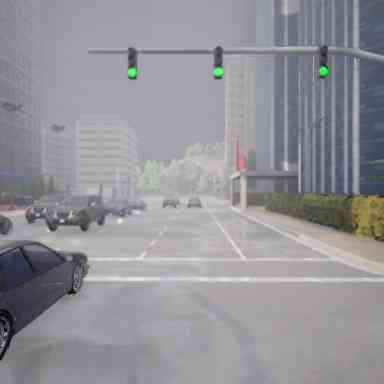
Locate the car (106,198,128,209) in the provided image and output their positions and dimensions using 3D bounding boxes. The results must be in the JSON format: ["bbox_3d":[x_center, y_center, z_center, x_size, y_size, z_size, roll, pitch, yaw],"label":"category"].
[{"bbox_3d":[-10.166,1.536,45.304,1.994,1.385,4.181,0,0,1],"label":"car"}]

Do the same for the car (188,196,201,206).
[{"bbox_3d":[0.453,1.513,57.231,2.033,1.411,5.357,0,0,1],"label":"car"}]

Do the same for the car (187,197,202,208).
[{"bbox_3d":[0.362,1.535,47.455,1.994,1.385,4.181,0,0,1],"label":"car"}]

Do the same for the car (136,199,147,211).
[{"bbox_3d":[-6.714,1.539,40.597,1.994,1.385,4.181,0,0,1],"label":"car"}]

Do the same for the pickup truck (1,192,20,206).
[{"bbox_3d":[-23.318,1.032,42.267,2.390,2.098,6.274,0,0,31],"label":"pickup truck"}]

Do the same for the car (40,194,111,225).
[{"bbox_3d":[-7.011,1.208,20.802,2.150,2.045,5.566,0,0,1],"label":"car"}]

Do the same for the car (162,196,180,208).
[{"bbox_3d":[-3.139,1.476,47.083,1.837,1.490,4.892,0,0,1],"label":"car"}]

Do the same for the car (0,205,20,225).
[{"bbox_3d":[-10.553,1.554,16.044,1.994,1.385,4.181,0,0,1],"label":"car"}]

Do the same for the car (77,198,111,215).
[{"bbox_3d":[-10.320,1.469,35.325,2.128,1.511,4.902,0,0,1],"label":"car"}]

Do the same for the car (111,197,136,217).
[{"bbox_3d":[-6.893,1.333,30.552,2.097,1.767,4.553,0,0,1],"label":"car"}]

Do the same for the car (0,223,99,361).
[{"bbox_3d":[-3.398,1.544,5.648,2.033,1.411,5.357,0,0,0],"label":"car"}]

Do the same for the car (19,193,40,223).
[{"bbox_3d":[-10.453,1.205,25.377,2.150,2.045,5.566,0,0,1],"label":"car"}]

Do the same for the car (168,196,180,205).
[{"bbox_3d":[-3.047,1.491,57.252,1.812,1.442,4.674,0,0,1],"label":"car"}]
